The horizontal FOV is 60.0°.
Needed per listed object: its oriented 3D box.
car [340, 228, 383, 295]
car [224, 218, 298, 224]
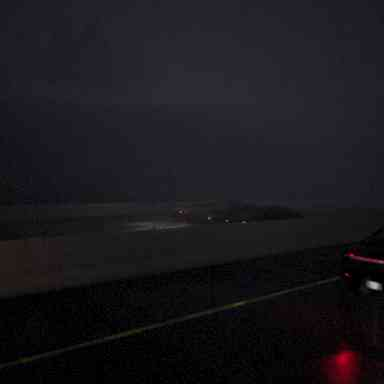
[{"bbox_3d":[5.298,1.484,7.451,4.902,1.511,2.128,0,0,-35],"label":"car"},{"bbox_3d":[4.473,1.529,19.945,5.357,1.411,2.033,0,0,-35],"label":"car"}]
